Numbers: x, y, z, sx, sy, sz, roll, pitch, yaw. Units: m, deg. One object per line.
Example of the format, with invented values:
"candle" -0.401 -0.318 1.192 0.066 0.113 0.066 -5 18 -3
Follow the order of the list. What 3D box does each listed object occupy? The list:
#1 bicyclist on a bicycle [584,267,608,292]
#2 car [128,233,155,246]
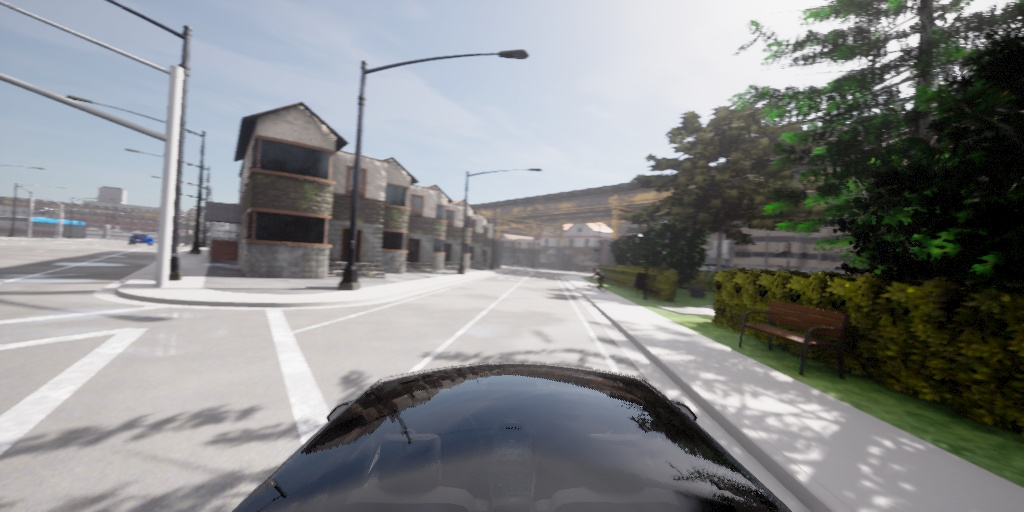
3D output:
"bicyclist on a bicycle" 5.798 1.613 24.593 1.656 1.620 0.582 3 -1 5
"car" -46.011 -2.059 44.623 1.882 1.535 5.008 4 -1 -39
